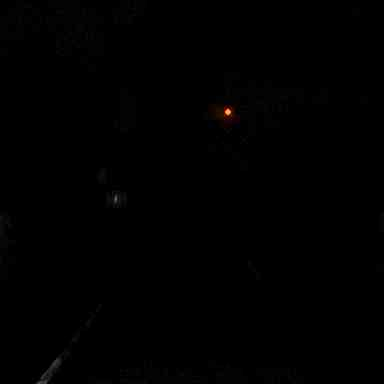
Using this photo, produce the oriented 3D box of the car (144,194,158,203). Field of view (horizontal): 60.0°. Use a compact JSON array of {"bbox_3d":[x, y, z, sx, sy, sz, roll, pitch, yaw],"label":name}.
[{"bbox_3d":[-7.030,1.202,57.432,1.837,1.490,4.892,0,1,0],"label":"car"}]
